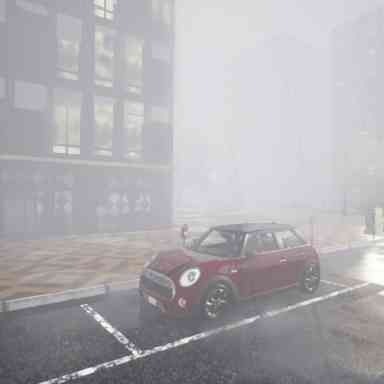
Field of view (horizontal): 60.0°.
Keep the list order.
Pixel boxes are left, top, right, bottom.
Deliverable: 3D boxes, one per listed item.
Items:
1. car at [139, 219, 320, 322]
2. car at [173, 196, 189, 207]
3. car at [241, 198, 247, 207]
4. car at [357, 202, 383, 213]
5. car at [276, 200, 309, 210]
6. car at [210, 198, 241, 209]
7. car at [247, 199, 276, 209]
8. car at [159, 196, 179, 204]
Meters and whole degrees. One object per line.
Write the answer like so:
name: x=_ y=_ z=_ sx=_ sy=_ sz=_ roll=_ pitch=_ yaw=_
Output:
car: x=0.900 y=1.444 z=7.190 sx=4.097 sy=1.590 sz=1.967 roll=0 pitch=1 yaw=-36
car: x=-2.234 y=1.750 z=55.863 sx=1.887 sy=1.381 sz=4.507 roll=1 pitch=-1 yaw=-35
car: x=7.885 y=1.747 z=56.073 sx=1.967 sy=1.590 sz=4.097 roll=1 pitch=-1 yaw=-35
car: x=20.991 y=1.750 z=37.560 sx=1.947 sy=1.339 sz=4.313 roll=1 pitch=-1 yaw=-35
car: x=14.437 y=1.827 z=46.815 sx=1.802 sy=1.307 sz=4.206 roll=1 pitch=-1 yaw=-35
car: x=4.319 y=1.694 z=46.607 sx=2.008 sy=1.369 sz=4.403 roll=1 pitch=-1 yaw=-35
car: x=11.162 y=1.821 z=51.444 sx=1.887 sy=1.381 sz=4.507 roll=1 pitch=-1 yaw=-35
car: x=-5.220 y=1.746 z=74.588 sx=2.192 sy=1.841 sz=5.009 roll=1 pitch=-1 yaw=-35
